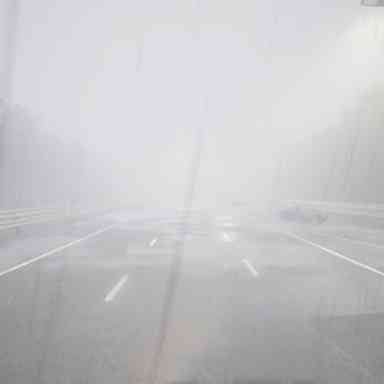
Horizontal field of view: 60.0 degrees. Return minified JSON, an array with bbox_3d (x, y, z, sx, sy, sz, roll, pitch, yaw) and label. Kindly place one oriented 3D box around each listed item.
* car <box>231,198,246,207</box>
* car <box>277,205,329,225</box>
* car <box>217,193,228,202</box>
[{"bbox_3d":[7.014,1.628,50.695,1.895,1.301,4.718,0,0,0],"label":"car"},{"bbox_3d":[7.826,1.623,24.042,1.895,1.301,4.718,0,0,-7],"label":"car"},{"bbox_3d":[7.085,1.349,77.008,2.150,2.045,5.566,0,0,0],"label":"car"}]
